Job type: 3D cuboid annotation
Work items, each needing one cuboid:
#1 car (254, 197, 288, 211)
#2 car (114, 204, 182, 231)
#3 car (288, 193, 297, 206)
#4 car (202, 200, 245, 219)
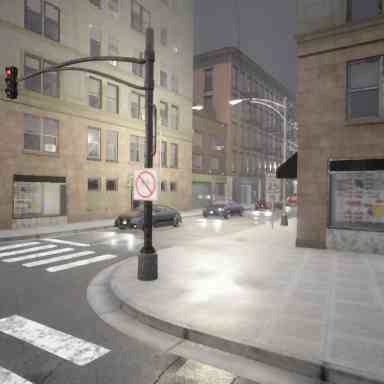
[{"bbox_3d":[8.035,1.190,34.456,1.994,1.385,4.181,1,1,34],"label":"car"},{"bbox_3d":[-2.382,1.388,18.865,1.994,1.385,4.181,1,1,34],"label":"car"},{"bbox_3d":[13.760,0.869,42.964,2.097,1.767,4.553,1,1,34],"label":"car"},{"bbox_3d":[2.534,1.296,26.231,1.994,1.385,4.181,1,1,34],"label":"car"}]
